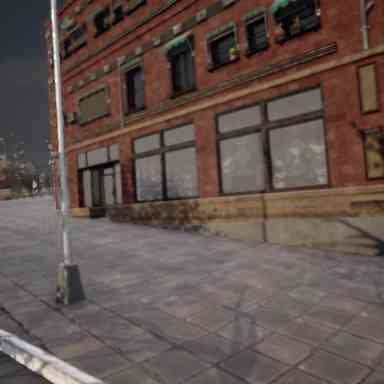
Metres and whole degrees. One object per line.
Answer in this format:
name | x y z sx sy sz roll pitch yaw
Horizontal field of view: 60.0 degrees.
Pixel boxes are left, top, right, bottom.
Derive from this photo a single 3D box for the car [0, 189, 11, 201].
car | -33.842 0.658 57.784 2.150 2.045 5.566 -5 2 3
